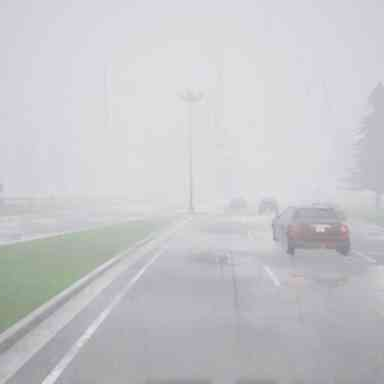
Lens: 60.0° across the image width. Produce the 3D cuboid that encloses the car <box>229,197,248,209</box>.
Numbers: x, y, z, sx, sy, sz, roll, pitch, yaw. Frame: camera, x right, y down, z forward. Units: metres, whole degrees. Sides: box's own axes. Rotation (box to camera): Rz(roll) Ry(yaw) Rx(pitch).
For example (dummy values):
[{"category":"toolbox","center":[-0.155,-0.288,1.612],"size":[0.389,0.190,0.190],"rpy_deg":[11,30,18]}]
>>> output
[{"category":"car","center":[5.750,1.323,41.014],"size":[1.994,1.385,4.181],"rpy_deg":[0,0,12]}]

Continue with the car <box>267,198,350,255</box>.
[{"category":"car","center":[4.488,1.278,13.227],"size":[2.097,1.767,4.553],"rpy_deg":[0,0,5]}]

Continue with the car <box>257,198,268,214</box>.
[{"category":"car","center":[7.563,1.316,32.931],"size":[1.837,1.490,4.892],"rpy_deg":[0,0,12]}]

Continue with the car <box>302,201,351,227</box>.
[{"category":"car","center":[9.145,1.421,23.150],"size":[2.033,1.411,5.357],"rpy_deg":[0,0,9]}]
